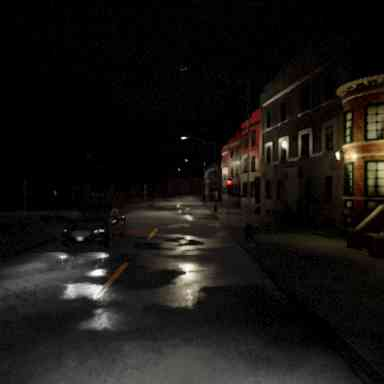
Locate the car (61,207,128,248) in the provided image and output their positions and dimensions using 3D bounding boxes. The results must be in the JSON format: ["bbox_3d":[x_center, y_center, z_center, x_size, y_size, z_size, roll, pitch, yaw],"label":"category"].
[{"bbox_3d":[-4.100,1.442,14.630,2.128,1.511,4.902,0,0,0],"label":"car"}]
